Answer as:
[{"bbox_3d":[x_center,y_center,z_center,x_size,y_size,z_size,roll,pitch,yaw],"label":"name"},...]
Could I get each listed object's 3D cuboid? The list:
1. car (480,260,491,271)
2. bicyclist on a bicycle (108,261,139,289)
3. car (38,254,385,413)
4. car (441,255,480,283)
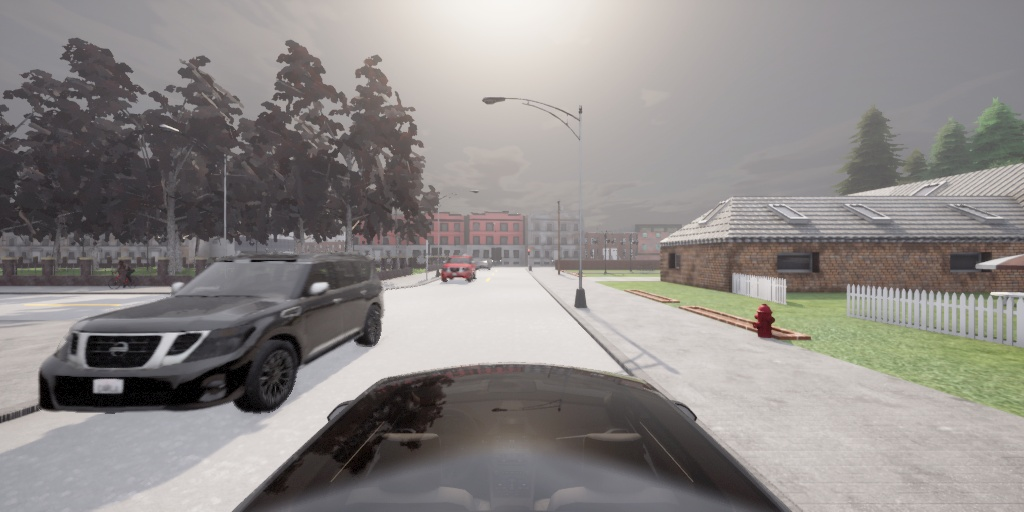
[{"bbox_3d":[-4.039,1.314,50.268,1.994,1.385,4.181,0,0,0],"label":"car"},{"bbox_3d":[-22.639,1.099,20.917,0.582,1.620,1.656,0,0,0],"label":"bicyclist on a bicycle"},{"bbox_3d":[-4.101,0.971,6.405,2.150,2.045,5.566,0,0,0],"label":"car"},{"bbox_3d":[-4.100,0.971,28.321,2.150,2.045,5.566,0,0,0],"label":"car"}]
